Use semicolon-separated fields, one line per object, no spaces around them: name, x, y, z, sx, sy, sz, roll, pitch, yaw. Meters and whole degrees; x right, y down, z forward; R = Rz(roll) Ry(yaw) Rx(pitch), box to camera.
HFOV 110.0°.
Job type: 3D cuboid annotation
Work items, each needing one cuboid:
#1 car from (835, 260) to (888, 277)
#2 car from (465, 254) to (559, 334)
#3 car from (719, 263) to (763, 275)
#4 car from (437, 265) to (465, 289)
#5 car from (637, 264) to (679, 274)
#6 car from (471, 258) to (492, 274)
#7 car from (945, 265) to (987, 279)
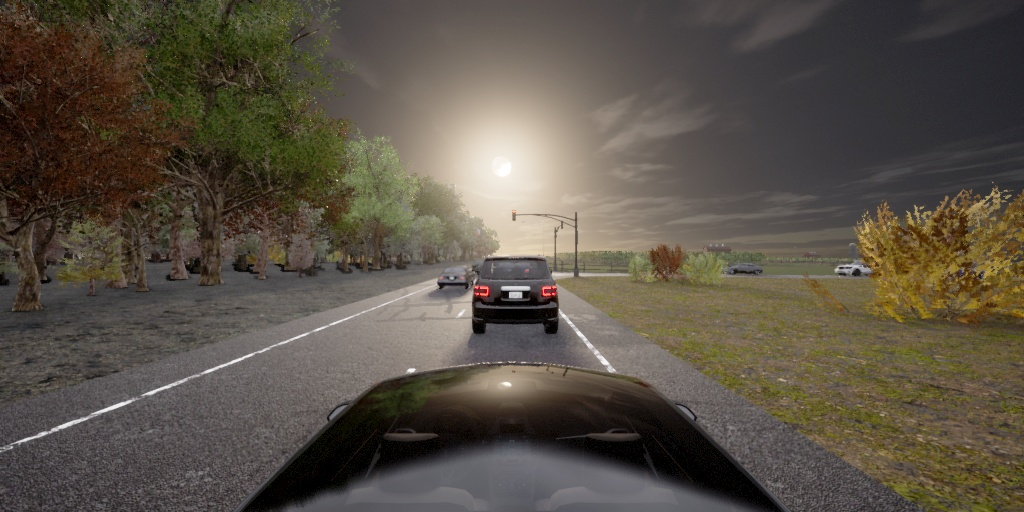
car;43.126;1.504;44.048;5.566;2.045;2.150;1;-1;0
car;0.081;0.974;10.776;2.150;2.045;5.566;0;0;0
car;28.143;1.607;44.101;4.902;1.511;2.128;1;-1;0
car;-3.439;1.303;22.874;2.033;1.411;5.357;0;0;0
car;17.873;1.606;44.147;4.718;1.301;1.895;1;-1;1
car;-3.475;1.110;41.769;2.097;1.767;4.553;0;0;0
car;50.304;1.776;40.412;5.008;1.535;1.882;1;-1;1
